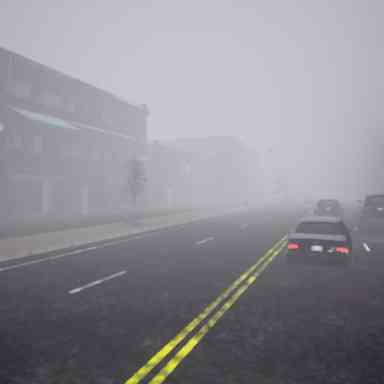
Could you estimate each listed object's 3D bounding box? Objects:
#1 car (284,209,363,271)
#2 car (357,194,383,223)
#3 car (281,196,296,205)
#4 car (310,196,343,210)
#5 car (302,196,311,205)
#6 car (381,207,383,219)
[{"bbox_3d":[4.269,1.523,11.025,2.033,1.411,5.357,0,0,24],"label":"car"},{"bbox_3d":[13.551,1.195,24.504,2.150,2.045,5.566,0,1,24],"label":"car"},{"bbox_3d":[16.436,1.390,56.405,2.033,1.411,5.357,0,0,24],"label":"car"},{"bbox_3d":[10.969,1.297,26.707,2.097,1.767,4.553,0,0,24],"label":"car"},{"bbox_3d":[19.426,1.415,55.132,2.033,1.411,5.357,0,0,24],"label":"car"},{"bbox_3d":[8.136,1.503,11.748,1.837,1.490,4.892,0,1,24],"label":"car"}]
